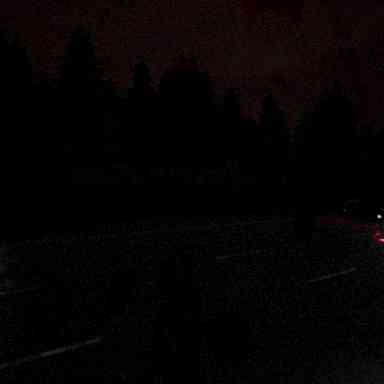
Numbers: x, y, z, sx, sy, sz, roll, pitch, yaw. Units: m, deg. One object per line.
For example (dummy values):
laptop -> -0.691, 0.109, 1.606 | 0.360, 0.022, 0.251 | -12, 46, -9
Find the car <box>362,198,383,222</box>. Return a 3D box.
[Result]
car -> 13.578, 1.234, 22.013 | 4.892, 1.490, 1.837 | -1, 1, -35

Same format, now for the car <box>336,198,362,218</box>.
car -> 13.327, 1.181, 26.131 | 5.008, 1.535, 1.882 | -1, 1, -35
